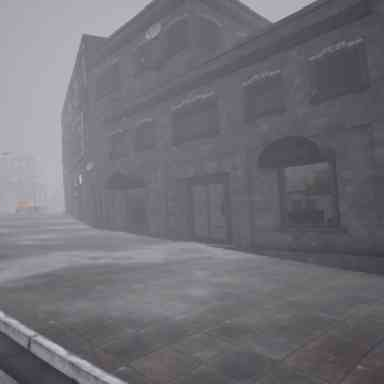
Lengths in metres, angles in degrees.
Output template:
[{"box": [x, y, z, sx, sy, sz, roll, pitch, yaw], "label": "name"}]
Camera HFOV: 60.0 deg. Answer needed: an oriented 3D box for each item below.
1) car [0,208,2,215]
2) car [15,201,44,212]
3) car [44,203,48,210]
[{"box": [-23.904, 2.050, 38.546, 1.837, 1.490, 4.892, -3, 0, -6], "label": "car"}, {"box": [-25.095, 2.117, 50.932, 2.097, 1.767, 4.553, -3, -1, -4], "label": "car"}, {"box": [-29.539, 2.843, 64.862, 1.812, 1.442, 4.674, -3, -1, -4], "label": "car"}]
